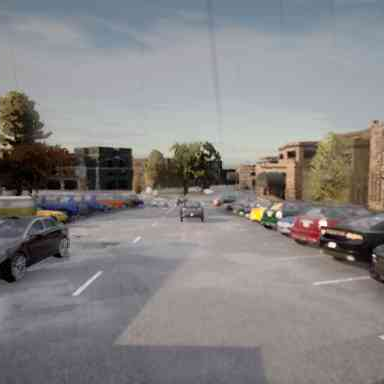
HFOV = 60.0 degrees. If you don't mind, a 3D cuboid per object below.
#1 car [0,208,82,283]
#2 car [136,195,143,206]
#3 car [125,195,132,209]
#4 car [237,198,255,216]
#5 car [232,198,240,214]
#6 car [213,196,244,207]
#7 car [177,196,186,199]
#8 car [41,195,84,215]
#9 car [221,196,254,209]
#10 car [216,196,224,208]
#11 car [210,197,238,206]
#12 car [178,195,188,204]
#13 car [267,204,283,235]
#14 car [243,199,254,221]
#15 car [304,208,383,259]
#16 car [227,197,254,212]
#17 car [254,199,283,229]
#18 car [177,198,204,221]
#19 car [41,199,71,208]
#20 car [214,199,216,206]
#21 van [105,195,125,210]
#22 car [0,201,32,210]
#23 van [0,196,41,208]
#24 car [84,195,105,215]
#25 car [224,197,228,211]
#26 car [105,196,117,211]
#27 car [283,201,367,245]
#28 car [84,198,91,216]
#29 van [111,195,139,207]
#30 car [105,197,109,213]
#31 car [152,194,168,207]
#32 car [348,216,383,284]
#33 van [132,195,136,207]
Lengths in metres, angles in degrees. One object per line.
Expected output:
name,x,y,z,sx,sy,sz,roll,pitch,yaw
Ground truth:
car,-5.120,1.444,9.598,2.128,1.511,4.902,0,0,0
car,-11.152,1.425,52.695,5.566,2.045,2.435,-1,-1,-19
car,-11.261,1.514,46.688,4.553,1.767,2.185,-1,0,-19
car,6.310,1.468,25.199,4.892,1.521,2.231,1,-1,-20
car,6.291,1.485,28.131,4.892,1.521,2.231,1,-1,-20
car,5.955,1.512,54.596,4.553,1.767,2.185,1,-1,-21
car,-1.813,1.575,62.333,2.097,1.767,4.553,0,0,-1
car,-11.521,1.259,25.615,5.566,2.045,2.435,-1,0,-20
car,6.221,1.535,36.938,5.008,1.535,2.097,1,0,-21
car,6.006,1.546,39.808,5.366,1.575,1.946,1,0,-21
car,5.893,1.712,60.502,4.674,1.452,2.002,1,0,-21
car,-1.997,1.563,72.004,2.097,1.767,4.553,0,1,-1
car,6.377,1.464,16.387,4.674,1.452,2.002,1,0,-20
car,6.333,1.449,22.261,5.008,1.535,2.097,1,-1,-20
car,6.390,1.418,10.523,5.008,1.535,2.097,1,0,-20
car,6.278,1.501,31.066,5.008,1.535,2.097,1,0,-20
car,6.328,1.309,19.320,4.553,1.767,2.185,1,-1,-20
car,-0.017,1.500,26.959,2.128,1.511,4.902,0,-1,-1
car,-11.301,1.486,22.695,5.366,1.575,1.946,-1,-1,-20
car,6.115,1.586,45.753,5.008,1.535,2.097,1,0,-21
van,-11.456,1.397,43.635,4.442,1.987,1.878,-1,0,-19
car,-11.266,1.456,16.703,5.366,1.575,1.946,-1,0,-20
van,-11.569,1.249,19.591,4.442,1.987,1.878,-1,0,-20
car,-11.517,1.296,31.633,5.566,2.045,2.435,-1,0,-20
car,6.215,1.547,33.992,4.792,1.488,2.163,1,0,-20
car,-11.442,1.585,37.667,4.892,1.521,2.231,-1,-1,-19
car,6.357,1.293,13.454,4.553,1.767,2.185,1,0,-20
car,-11.495,1.529,28.628,4.892,1.521,2.231,-1,0,-20
van,-11.230,1.471,55.639,4.442,1.987,1.878,-1,0,-19
car,-11.490,1.595,34.647,4.792,1.488,2.163,-1,0,-19
car,-5.159,1.398,53.733,2.150,2.045,5.566,0,0,1
car,6.411,1.427,7.592,5.008,1.535,2.097,1,0,-20
van,-11.127,1.431,49.725,4.442,1.987,1.878,-1,-1,-19
